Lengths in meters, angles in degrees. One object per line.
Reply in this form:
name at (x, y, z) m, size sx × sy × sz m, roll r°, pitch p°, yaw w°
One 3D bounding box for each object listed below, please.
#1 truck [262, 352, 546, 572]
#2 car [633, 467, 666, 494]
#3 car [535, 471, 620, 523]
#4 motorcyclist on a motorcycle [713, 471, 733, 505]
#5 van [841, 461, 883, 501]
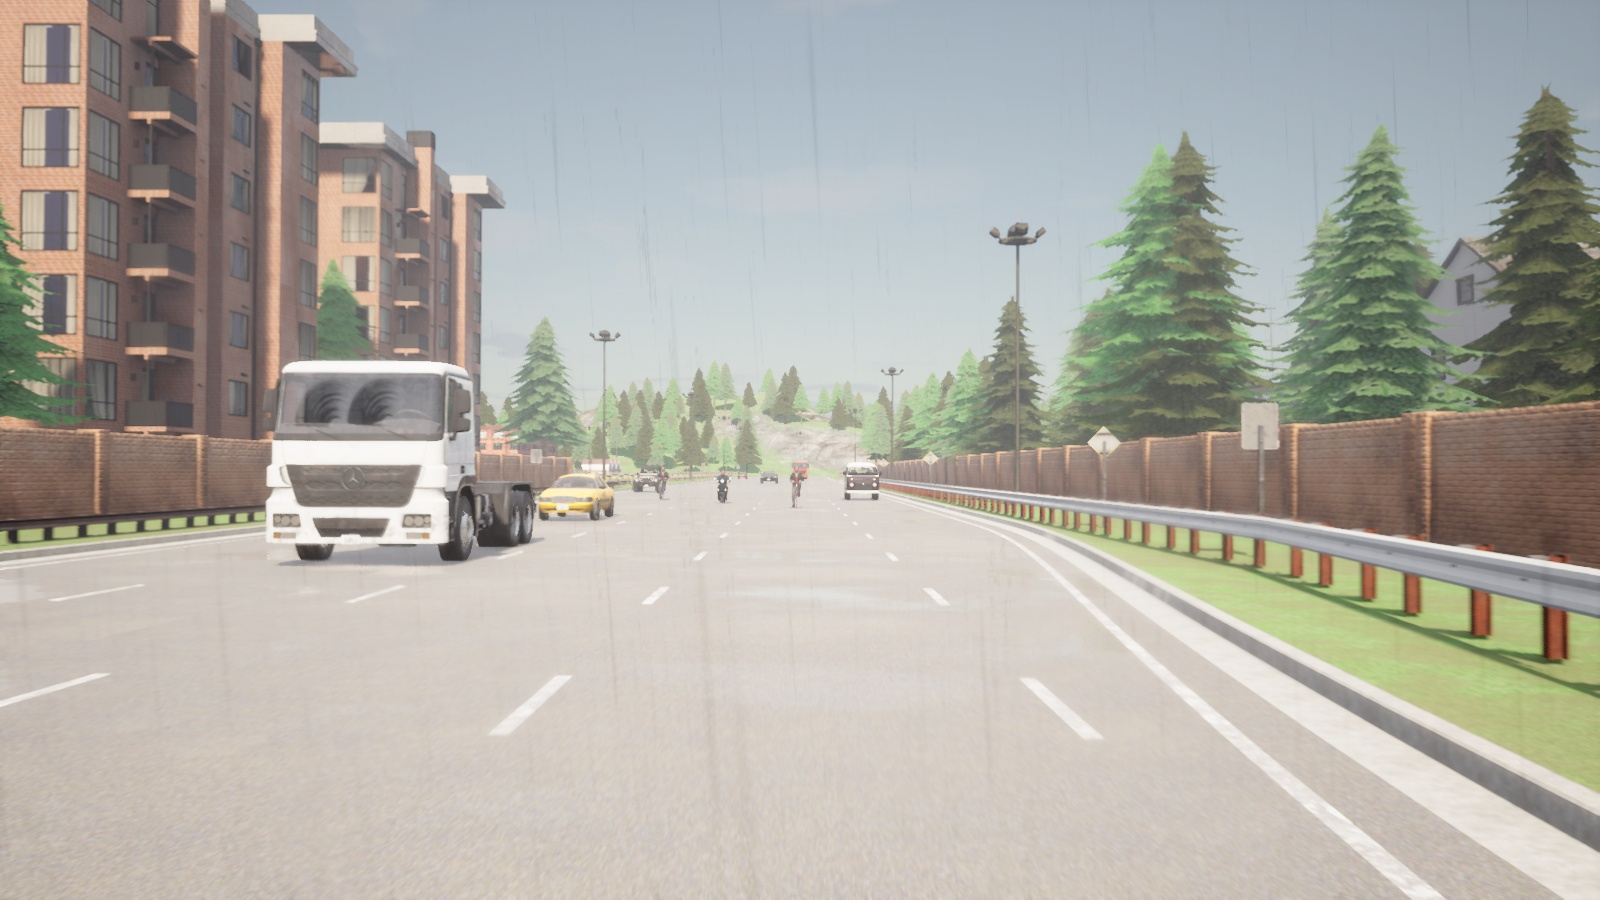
truck at (-7.062, 0.259, 23.811) m, size 2.891 × 3.462 × 7.936 m, roll 0°, pitch -1°, yaw 0°
car at (-10.718, 2.148, 89.412) m, size 1.905 × 1.878 × 3.866 m, roll 0°, pitch -1°, yaw 0°
car at (-7.099, 1.460, 40.548) m, size 1.801 × 1.575 × 5.366 m, roll 0°, pitch -1°, yaw 0°
motorcyclist on a motorcycle at (-3.645, 1.778, 59.522) m, size 0.866 × 1.590 × 1.817 m, roll 0°, pitch -1°, yaw 0°
van at (3.334, 1.656, 68.224) m, size 2.069 × 2.038 × 4.480 m, roll 0°, pitch 0°, yaw 0°
